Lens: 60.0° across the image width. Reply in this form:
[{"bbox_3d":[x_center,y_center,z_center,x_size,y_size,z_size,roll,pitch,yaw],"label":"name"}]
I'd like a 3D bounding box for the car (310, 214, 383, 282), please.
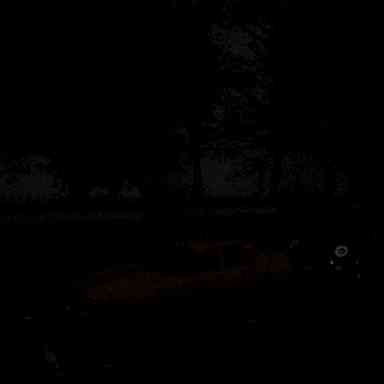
[{"bbox_3d":[4.692,1.494,9.906,4.097,1.590,1.967,0,0,-36],"label":"car"}]

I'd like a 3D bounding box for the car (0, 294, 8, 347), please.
[{"bbox_3d":[-4.326,1.573,3.471,4.206,1.307,1.802,0,0,-36],"label":"car"}]

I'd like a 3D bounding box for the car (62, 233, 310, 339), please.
[{"bbox_3d":[0.044,1.547,6.589,4.829,1.417,1.752,0,0,-36],"label":"car"}]
